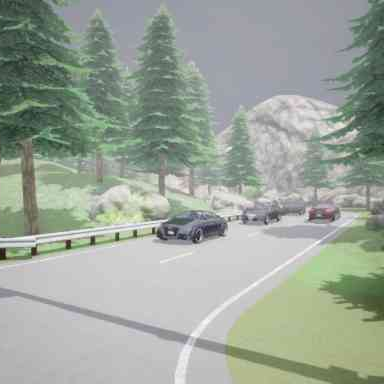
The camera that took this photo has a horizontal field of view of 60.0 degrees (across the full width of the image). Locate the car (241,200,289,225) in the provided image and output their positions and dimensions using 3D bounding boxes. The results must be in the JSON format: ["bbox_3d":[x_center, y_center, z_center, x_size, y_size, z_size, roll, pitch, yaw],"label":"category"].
[{"bbox_3d":[5.257,1.506,24.619,2.128,1.511,4.902,0,0,31],"label":"car"}]

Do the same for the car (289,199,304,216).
[{"bbox_3d":[10.322,1.525,33.494,1.837,1.490,4.892,0,0,24],"label":"car"}]

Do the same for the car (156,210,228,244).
[{"bbox_3d":[0.110,1.573,16.110,1.994,1.385,4.181,0,0,31],"label":"car"}]

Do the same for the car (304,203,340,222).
[{"bbox_3d":[10.588,1.601,26.520,1.812,1.442,4.674,0,-1,31],"label":"car"}]
